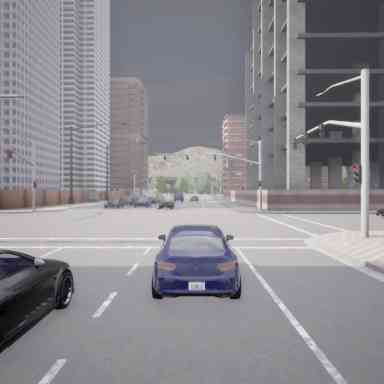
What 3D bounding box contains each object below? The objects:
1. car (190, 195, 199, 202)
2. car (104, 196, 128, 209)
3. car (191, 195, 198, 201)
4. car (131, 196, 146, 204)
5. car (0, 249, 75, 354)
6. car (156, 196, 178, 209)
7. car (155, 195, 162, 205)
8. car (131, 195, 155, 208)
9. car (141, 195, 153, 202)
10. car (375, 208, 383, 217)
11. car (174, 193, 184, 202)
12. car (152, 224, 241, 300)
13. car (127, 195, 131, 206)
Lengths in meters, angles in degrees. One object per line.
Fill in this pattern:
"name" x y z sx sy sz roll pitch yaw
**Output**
"car" 0.552 1.525 75.572 2.128 1.511 4.902 0 0 1
"car" -10.600 1.564 45.531 1.994 1.385 4.181 0 0 1
"car" 0.750 1.524 85.966 1.812 1.442 4.674 0 0 1
"car" -10.214 1.477 64.220 1.882 1.535 5.008 0 0 2
"car" -3.424 1.564 5.201 1.994 1.385 4.181 0 0 1
"car" -3.380 1.601 45.395 1.895 1.301 4.718 0 0 0
"car" -6.874 1.601 57.372 1.895 1.301 4.718 0 0 1
"car" -7.059 1.477 48.029 1.882 1.535 5.008 0 0 1
"car" -9.973 1.473 74.397 1.882 1.535 5.008 0 0 1
"car" 18.365 1.547 27.691 5.357 1.411 2.033 0 0 1
"car" -2.962 1.225 74.777 2.150 2.045 5.566 0 0 1
"car" 0.101 1.526 8.278 1.812 1.442 4.674 0 0 0
"car" -10.447 1.352 54.091 2.097 1.767 4.553 0 0 1
